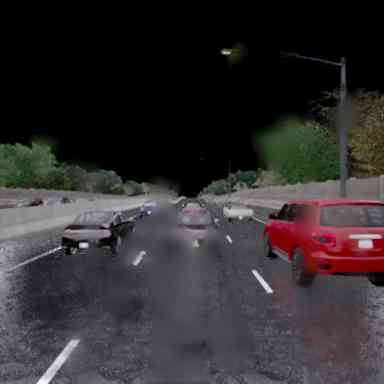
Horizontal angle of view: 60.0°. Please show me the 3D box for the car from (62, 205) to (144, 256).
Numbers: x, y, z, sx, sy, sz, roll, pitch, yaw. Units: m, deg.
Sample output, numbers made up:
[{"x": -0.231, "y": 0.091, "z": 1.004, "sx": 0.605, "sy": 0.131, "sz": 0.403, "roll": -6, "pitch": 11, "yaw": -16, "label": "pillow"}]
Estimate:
[{"x": -3.418, "y": 1.468, "z": 12.969, "sx": 2.128, "sy": 1.511, "sz": 4.902, "roll": 0, "pitch": 0, "yaw": 0, "label": "car"}]

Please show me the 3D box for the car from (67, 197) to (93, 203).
[{"x": -14.093, "y": 1.547, "z": 43.286, "sx": 1.882, "sy": 1.535, "sz": 5.008, "roll": 0, "pitch": 0, "yaw": 0, "label": "car"}]

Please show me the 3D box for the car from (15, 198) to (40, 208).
[{"x": -21.091, "y": 1.560, "z": 43.262, "sx": 2.128, "sy": 1.511, "sz": 4.902, "roll": 0, "pitch": 0, "yaw": 0, "label": "car"}]

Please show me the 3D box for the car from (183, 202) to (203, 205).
[{"x": 0.082, "y": 1.544, "z": 28.626, "sx": 1.994, "sy": 1.385, "sz": 4.181, "roll": 0, "pitch": 0, "yaw": 0, "label": "car"}]

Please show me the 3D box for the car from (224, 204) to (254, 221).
[{"x": 3.578, "y": 1.573, "z": 26.492, "sx": 1.895, "sy": 1.301, "sz": 4.718, "roll": 0, "pitch": 0, "yaw": 0, "label": "car"}]

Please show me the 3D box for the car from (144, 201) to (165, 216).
[{"x": -3.416, "y": 1.507, "z": 29.213, "sx": 1.812, "sy": 1.442, "sz": 4.674, "roll": 0, "pitch": 0, "yaw": 0, "label": "car"}]

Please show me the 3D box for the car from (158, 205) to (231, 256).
[{"x": 0.082, "y": 1.467, "z": 12.939, "sx": 2.128, "sy": 1.511, "sz": 4.902, "roll": 0, "pitch": 0, "yaw": 0, "label": "car"}]

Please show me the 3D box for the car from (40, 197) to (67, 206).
[{"x": -17.590, "y": 1.426, "z": 43.790, "sx": 2.097, "sy": 1.767, "sz": 4.553, "roll": 0, "pitch": 0, "yaw": 0, "label": "car"}]

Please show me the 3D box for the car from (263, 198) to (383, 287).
[{"x": 3.572, "y": 1.197, "z": 9.494, "sx": 2.150, "sy": 2.045, "sz": 5.566, "roll": 0, "pitch": -1, "yaw": 0, "label": "car"}]
